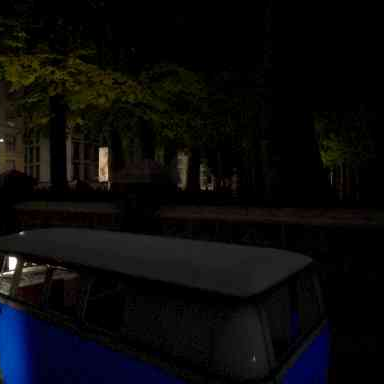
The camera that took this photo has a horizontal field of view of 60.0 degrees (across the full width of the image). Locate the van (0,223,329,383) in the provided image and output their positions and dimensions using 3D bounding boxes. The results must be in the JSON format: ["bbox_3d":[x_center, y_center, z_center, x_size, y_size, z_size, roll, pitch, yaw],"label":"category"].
[{"bbox_3d":[-0.719,1.341,3.374,3.998,1.788,1.690,0,0,36],"label":"van"}]
